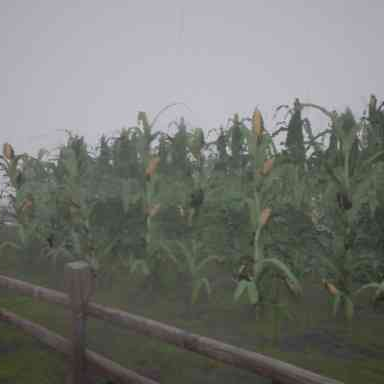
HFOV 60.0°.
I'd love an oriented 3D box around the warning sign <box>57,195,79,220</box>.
[{"bbox_3d":[-9.656,1.210,25.941,1.300,1.860,1.060,1,1,35],"label":"warning sign"}]
